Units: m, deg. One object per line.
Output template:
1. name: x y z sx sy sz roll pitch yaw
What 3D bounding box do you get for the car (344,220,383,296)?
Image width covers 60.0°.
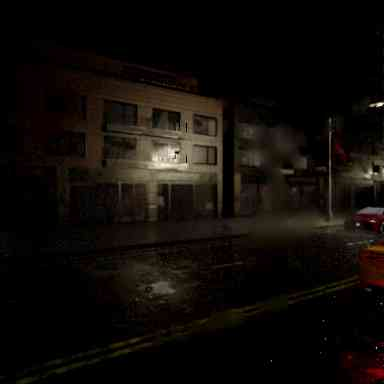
1. car: 5.746 1.472 7.459 5.008 1.535 1.882 0 0 -35

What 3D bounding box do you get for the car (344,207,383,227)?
1. car: 10.541 1.557 19.024 4.181 1.385 1.994 0 0 -35
